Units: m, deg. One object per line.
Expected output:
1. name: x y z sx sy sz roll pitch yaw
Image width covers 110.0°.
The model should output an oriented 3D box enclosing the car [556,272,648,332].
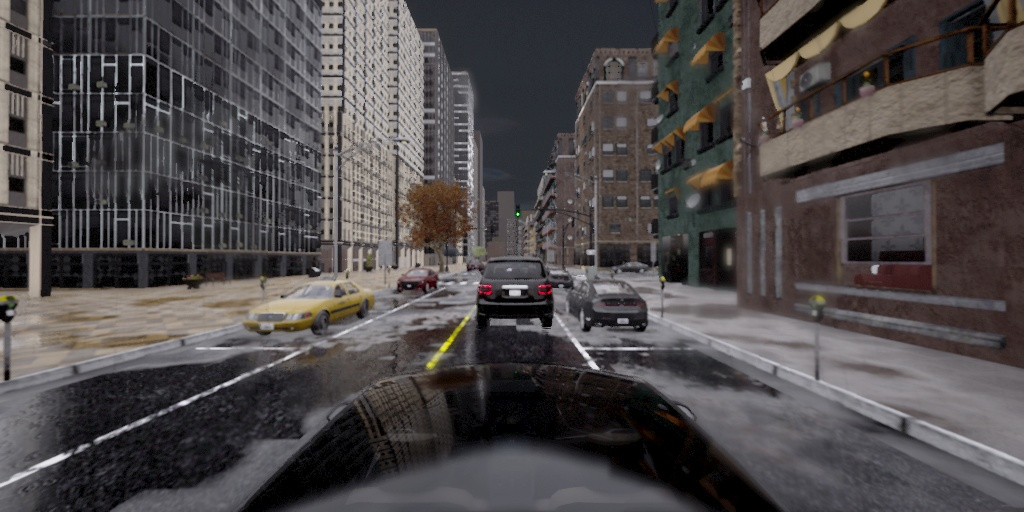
1. car: 2.698 1.360 10.893 2.007 1.370 4.403 0 0 0

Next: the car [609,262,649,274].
1. car: 13.477 1.364 41.364 4.403 1.370 2.007 0 0 -1

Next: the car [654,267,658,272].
1. car: 18.874 1.262 41.413 4.829 1.417 1.751 0 0 -1

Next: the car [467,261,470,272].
1. car: -5.635 1.437 54.355 2.192 1.841 5.009 0 0 0

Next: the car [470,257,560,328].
1. car: 0.101 1.040 11.862 2.150 2.045 5.566 0 0 1

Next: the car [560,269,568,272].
1. car: 2.710 1.435 21.959 2.007 1.370 4.403 0 0 0

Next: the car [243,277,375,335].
1. car: -5.683 1.335 10.733 1.751 1.417 4.829 0 0 0

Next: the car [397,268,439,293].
1. car: -5.670 1.430 21.968 1.888 1.381 4.507 0 0 0
